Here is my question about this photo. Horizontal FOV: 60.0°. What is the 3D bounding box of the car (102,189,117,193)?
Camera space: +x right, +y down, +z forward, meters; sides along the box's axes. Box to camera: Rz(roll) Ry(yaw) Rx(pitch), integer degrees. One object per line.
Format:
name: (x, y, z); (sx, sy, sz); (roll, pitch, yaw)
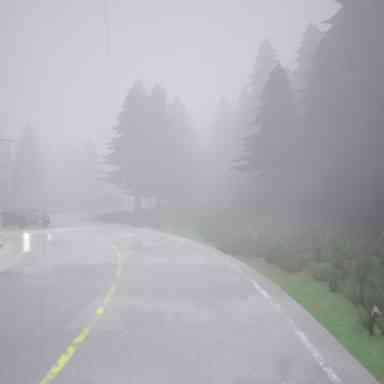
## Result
car: (-16.670, -0.293, 69.423); (2.097, 1.767, 4.553); (1, 4, -45)

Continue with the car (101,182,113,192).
car: (-20.532, -1.263, 80.583); (2.150, 2.045, 5.566); (0, 4, -21)

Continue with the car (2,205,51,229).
car: (-11.771, 1.734, 23.495); (4.892, 1.490, 1.837); (-1, -1, 42)
